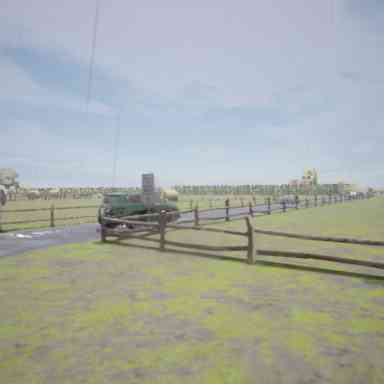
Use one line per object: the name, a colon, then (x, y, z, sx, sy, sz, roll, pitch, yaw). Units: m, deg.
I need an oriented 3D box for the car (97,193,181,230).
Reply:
car: (-2.974, 1.052, 19.723, 2.150, 2.045, 5.566, -1, 0, 35)

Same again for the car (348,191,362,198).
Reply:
car: (37.382, 0.735, 77.165, 1.812, 1.442, 4.674, -1, 0, 35)

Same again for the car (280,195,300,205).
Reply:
car: (14.575, 1.136, 49.487, 1.994, 1.385, 4.181, -1, 0, 35)
